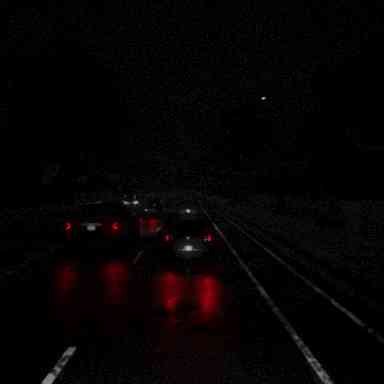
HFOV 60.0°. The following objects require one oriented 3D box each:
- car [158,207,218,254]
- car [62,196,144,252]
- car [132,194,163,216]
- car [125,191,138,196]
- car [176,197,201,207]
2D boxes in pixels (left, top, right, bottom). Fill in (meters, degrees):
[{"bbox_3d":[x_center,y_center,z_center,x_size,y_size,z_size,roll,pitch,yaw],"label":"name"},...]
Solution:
[{"bbox_3d":[-0.119,1.456,12.711,1.895,1.301,4.718,0,1,0],"label":"car"},{"bbox_3d":[-3.371,1.201,13.221,2.097,1.767,4.553,0,1,0],"label":"car"},{"bbox_3d":[-3.556,1.171,28.283,2.128,1.511,4.902,0,1,0],"label":"car"},{"bbox_3d":[-10.525,0.690,58.465,2.097,1.767,4.553,0,1,0],"label":"car"},{"bbox_3d":[-0.306,1.184,28.337,1.837,1.490,4.892,0,1,0],"label":"car"}]
